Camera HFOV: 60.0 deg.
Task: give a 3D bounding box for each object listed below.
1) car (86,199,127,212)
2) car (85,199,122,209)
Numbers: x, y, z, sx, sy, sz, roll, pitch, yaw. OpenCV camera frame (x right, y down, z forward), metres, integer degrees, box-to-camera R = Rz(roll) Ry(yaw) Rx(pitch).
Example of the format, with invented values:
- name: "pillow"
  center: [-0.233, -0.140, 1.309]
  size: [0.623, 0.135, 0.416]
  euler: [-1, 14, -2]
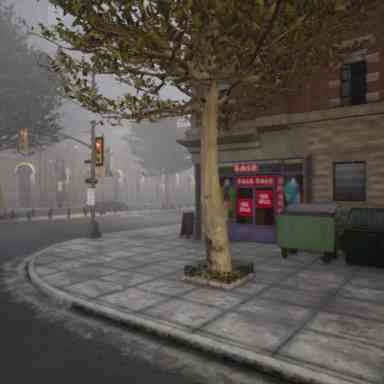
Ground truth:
- name: "car"
  center: [-9.396, 1.558, 37.578]
  size: [1.994, 1.385, 4.181]
  euler: [0, 0, 36]
- name: "car"
  center: [-12.022, 1.588, 45.241]
  size: [1.895, 1.301, 4.718]
  euler: [0, 0, 36]
